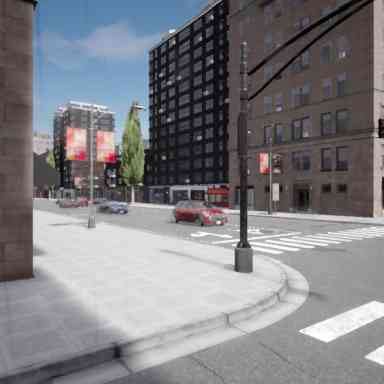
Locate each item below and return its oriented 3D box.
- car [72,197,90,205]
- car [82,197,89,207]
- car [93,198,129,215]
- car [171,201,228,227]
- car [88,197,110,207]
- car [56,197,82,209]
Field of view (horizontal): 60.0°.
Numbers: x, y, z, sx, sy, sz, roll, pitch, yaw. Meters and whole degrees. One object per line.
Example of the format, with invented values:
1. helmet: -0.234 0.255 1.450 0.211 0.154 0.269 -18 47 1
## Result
1. car: -22.135 1.749 66.259 2.128 1.511 4.902 0 0 -36
2. car: -18.945 1.743 56.290 1.812 1.442 4.674 0 0 -36
3. car: -8.713 1.675 36.218 2.033 1.411 5.357 0 0 -36
4. car: 0.444 1.419 23.525 2.097 1.767 4.553 0 0 -36
5. car: -16.229 1.714 58.073 2.128 1.511 4.902 0 0 -36
6. car: -18.450 1.756 49.862 1.994 1.385 4.181 0 0 -36
